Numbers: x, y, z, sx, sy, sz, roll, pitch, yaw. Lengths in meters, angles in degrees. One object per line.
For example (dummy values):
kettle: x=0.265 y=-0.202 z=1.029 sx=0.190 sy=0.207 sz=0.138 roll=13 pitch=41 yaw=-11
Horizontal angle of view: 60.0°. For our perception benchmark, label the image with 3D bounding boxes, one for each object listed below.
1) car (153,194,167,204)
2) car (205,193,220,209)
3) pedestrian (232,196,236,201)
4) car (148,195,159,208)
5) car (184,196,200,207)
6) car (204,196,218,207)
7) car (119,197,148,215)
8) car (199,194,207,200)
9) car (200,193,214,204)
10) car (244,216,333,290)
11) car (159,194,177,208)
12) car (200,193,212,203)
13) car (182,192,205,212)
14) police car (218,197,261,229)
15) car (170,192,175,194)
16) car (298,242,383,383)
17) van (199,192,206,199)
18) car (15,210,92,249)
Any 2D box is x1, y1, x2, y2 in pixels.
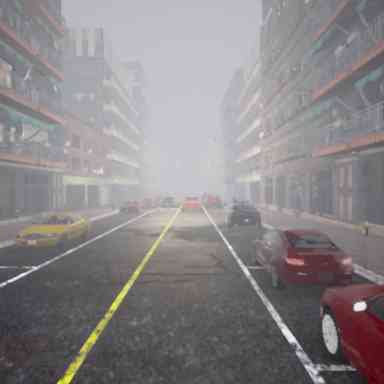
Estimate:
car: x=-5.712 y=1.204 z=59.895 sx=1.967 sy=1.590 sz=4.097 roll=-1 pitch=0 yaw=0
car: x=2.669 y=1.138 z=42.838 sx=2.192 sy=1.841 sz=5.009 roll=-1 pitch=0 yaw=0
pedestrian: x=2.996 y=1.190 z=23.759 sx=0.375 sy=1.860 sz=0.375 roll=-1 pitch=1 yaw=0
car: x=-5.708 y=1.368 z=42.841 sx=1.887 sy=1.381 sz=4.507 roll=-1 pitch=0 yaw=0
car: x=0.004 y=1.355 z=47.222 sx=2.033 sy=1.411 sz=5.357 roll=0 pitch=0 yaw=0
car: x=2.671 y=1.328 z=48.693 sx=1.752 sy=1.417 sz=4.829 roll=-1 pitch=0 yaw=0
car: x=-5.706 y=1.410 z=31.471 sx=1.887 sy=1.381 sz=4.507 roll=-1 pitch=0 yaw=0
car: x=2.665 y=1.216 z=82.801 sx=1.752 sy=1.417 sz=4.829 roll=-1 pitch=0 yaw=0
car: x=2.666 y=1.079 z=59.892 sx=2.192 sy=1.841 sz=5.009 roll=-1 pitch=0 yaw=0
car: x=2.680 y=1.542 z=8.732 sx=1.802 sy=1.307 sz=4.206 roll=-1 pitch=0 yaw=0
car: x=-3.090 y=1.322 z=44.243 sx=1.837 sy=1.490 sz=4.892 roll=0 pitch=0 yaw=0
car: x=2.665 y=1.060 z=65.577 sx=2.192 sy=1.841 sz=5.009 roll=-1 pitch=0 yaw=0
car: x=0.015 y=1.199 z=36.113 sx=2.097 sy=1.767 sz=4.553 roll=0 pitch=0 yaw=0
police car: x=2.996 y=1.334 z=20.762 sx=1.930 sy=1.638 sz=5.238 roll=0 pitch=0 yaw=0
car: x=-5.713 y=1.275 z=76.949 sx=1.947 sy=1.339 sz=4.313 roll=-1 pitch=0 yaw=0
car: x=2.680 y=1.530 z=3.046 sx=1.887 sy=1.381 sz=4.507 roll=-1 pitch=0 yaw=0
van: x=2.661 y=1.016 z=88.316 sx=1.690 sy=1.788 sz=3.998 roll=-1 pitch=0 yaw=0
car: x=-5.703 y=1.462 z=14.247 sx=1.752 sy=1.417 sz=4.829 roll=-1 pitch=0 yaw=0
